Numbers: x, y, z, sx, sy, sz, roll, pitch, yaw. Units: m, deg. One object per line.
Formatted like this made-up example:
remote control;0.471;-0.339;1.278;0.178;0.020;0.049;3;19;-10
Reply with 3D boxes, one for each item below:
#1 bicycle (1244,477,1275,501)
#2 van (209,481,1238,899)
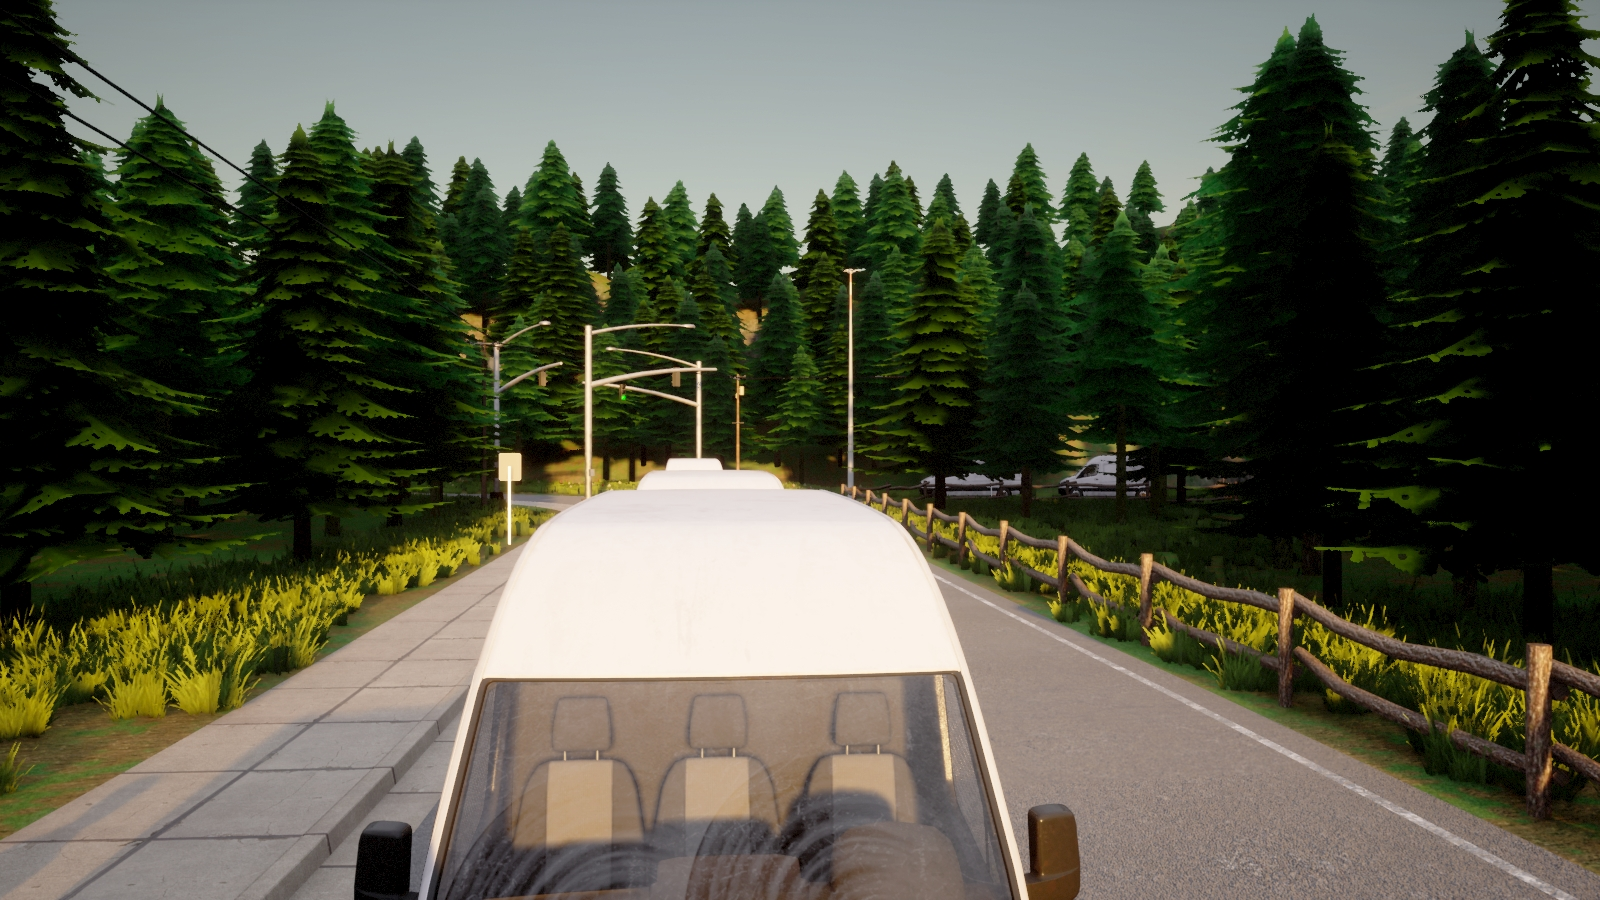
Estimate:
bicycle;25.313;2.158;62.932;1.487;1.276;0.859;0;0;27
van;-0.349;1.499;5.160;1.988;2.561;5.915;0;0;-5
